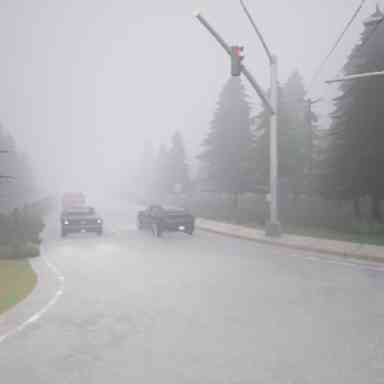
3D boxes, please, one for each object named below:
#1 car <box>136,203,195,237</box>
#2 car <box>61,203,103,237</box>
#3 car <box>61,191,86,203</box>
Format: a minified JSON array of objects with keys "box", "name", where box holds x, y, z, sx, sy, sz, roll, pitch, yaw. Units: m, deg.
[{"box":[-1.472,1.344,17.134,1.837,1.490,4.892,-1,1,-25],"name":"car"},{"box":[-5.795,1.453,17.283,1.895,1.301,4.718,0,1,-22],"name":"car"},{"box":[-12.267,0.956,34.531,2.150,2.045,5.566,0,0,-20],"name":"car"}]
